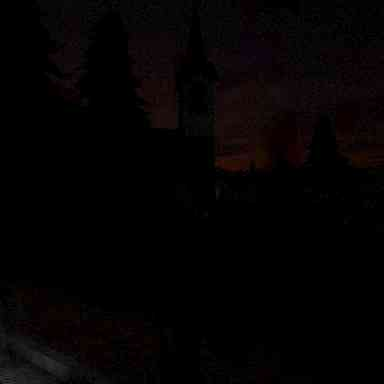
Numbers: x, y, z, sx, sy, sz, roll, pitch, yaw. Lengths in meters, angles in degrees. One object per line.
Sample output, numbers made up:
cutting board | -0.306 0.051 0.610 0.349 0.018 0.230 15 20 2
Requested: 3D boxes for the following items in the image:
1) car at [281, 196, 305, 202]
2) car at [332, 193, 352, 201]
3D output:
car | 22.487 1.489 75.360 4.514 1.523 2.007 0 0 35
car | 37.362 1.452 83.188 3.633 1.501 1.845 0 0 35
